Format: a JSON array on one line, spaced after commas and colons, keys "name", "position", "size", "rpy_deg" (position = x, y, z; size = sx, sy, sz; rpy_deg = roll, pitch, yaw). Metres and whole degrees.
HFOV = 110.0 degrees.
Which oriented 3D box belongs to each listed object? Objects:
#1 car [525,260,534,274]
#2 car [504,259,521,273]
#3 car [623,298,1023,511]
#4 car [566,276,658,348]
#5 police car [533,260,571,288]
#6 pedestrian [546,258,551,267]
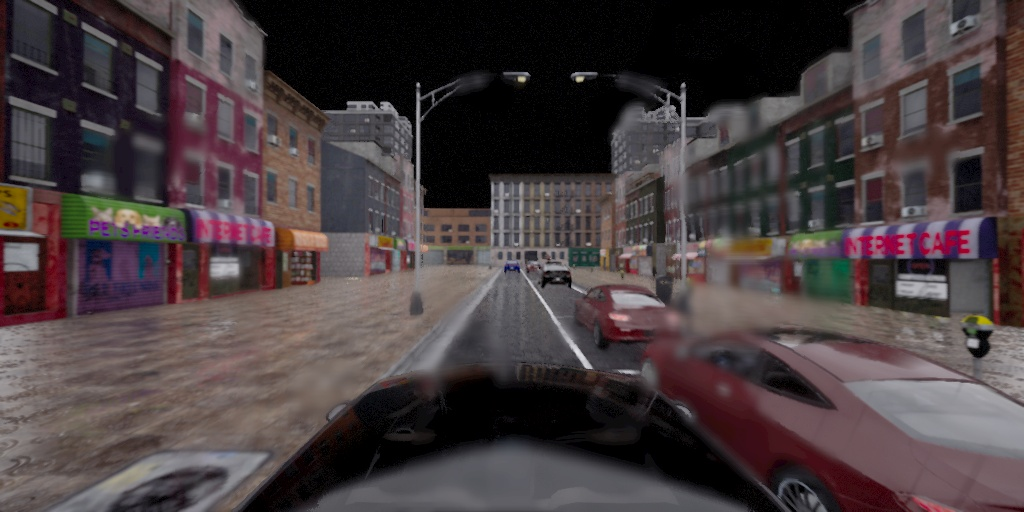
[{"name": "car", "position": [2.617, 1.203, 41.930], "size": [1.967, 1.591, 4.097], "rpy_deg": [0, 0, 0]}, {"name": "car", "position": [0.023, 1.243, 44.676], "size": [1.882, 1.535, 5.008], "rpy_deg": [0, 0, 1]}, {"name": "car", "position": [2.638, 1.332, 3.405], "size": [1.802, 1.307, 4.207], "rpy_deg": [0, 0, 0]}, {"name": "car", "position": [2.635, 1.330, 8.909], "size": [1.802, 1.307, 4.207], "rpy_deg": [0, 0, 0]}, {"name": "police car", "position": [2.738, 1.177, 23.957], "size": [1.930, 1.638, 5.238], "rpy_deg": [0, 0, 0]}, {"name": "pedestrian", "position": [2.736, 1.046, 26.973], "size": [0.375, 1.860, 0.375], "rpy_deg": [0, -1, 0]}]
